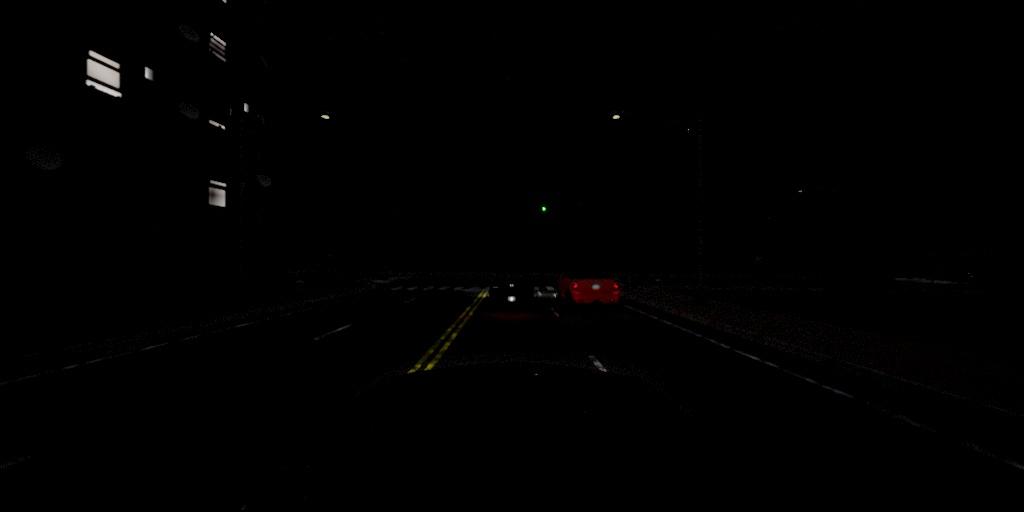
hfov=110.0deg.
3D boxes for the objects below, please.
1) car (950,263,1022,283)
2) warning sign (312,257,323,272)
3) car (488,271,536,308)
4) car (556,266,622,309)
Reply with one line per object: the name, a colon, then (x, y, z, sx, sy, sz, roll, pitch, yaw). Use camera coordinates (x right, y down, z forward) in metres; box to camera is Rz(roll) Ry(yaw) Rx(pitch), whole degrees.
car: (50.797, 1.727, 38.473, 5.566, 2.045, 2.150, 1, 0, 1)
warning sign: (-23.509, 0.989, 43.130, 1.060, 1.860, 1.300, 0, 0, 1)
car: (-0.009, 1.395, 16.151, 1.837, 1.490, 4.892, 0, 0, 0)
car: (3.240, 1.235, 15.932, 2.097, 1.767, 4.553, 0, -1, 0)
